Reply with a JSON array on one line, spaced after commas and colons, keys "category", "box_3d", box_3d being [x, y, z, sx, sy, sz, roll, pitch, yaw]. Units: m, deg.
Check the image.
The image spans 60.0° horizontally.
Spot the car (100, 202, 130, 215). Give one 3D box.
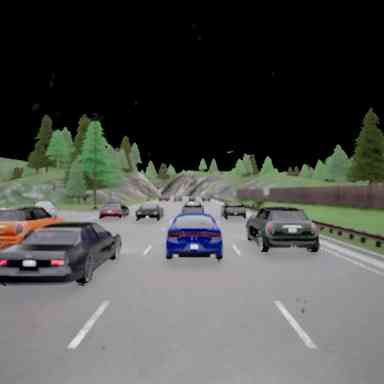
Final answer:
[{"category": "car", "box_3d": [-6.910, 1.618, 30.025, 1.994, 1.385, 4.181, 0, 0, 0]}]

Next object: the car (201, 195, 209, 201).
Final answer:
[{"category": "car", "box_3d": [3.511, 1.590, 90.352, 2.033, 1.411, 5.357, 0, 0, 0]}]

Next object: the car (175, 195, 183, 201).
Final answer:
[{"category": "car", "box_3d": [-3.489, 1.576, 90.353, 2.128, 1.511, 4.902, 0, 0, 0]}]

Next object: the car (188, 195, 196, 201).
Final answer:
[{"category": "car", "box_3d": [0.011, 1.576, 90.353, 2.128, 1.511, 4.902, 0, 0, 0]}]

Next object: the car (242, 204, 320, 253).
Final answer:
[{"category": "car", "box_3d": [3.590, 1.378, 13.964, 2.097, 1.767, 4.553, 0, 0, 0]}]

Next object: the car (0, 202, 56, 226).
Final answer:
[{"category": "car", "box_3d": [-6.911, 1.378, 13.900, 2.097, 1.767, 4.553, 0, 0, 0]}]

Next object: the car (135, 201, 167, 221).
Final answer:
[{"category": "car", "box_3d": [-3.415, 1.651, 27.788, 1.895, 1.301, 4.718, 0, 0, 0]}]

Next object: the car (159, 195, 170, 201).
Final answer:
[{"category": "car", "box_3d": [-6.990, 1.481, 81.982, 2.097, 1.767, 4.553, 0, 0, 0]}]

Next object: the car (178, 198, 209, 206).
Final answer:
[{"category": "car", "box_3d": [0.088, 1.544, 29.411, 2.128, 1.511, 4.902, 0, 0, 0]}]

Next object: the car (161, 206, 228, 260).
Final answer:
[{"category": "car", "box_3d": [0.083, 1.500, 12.525, 1.882, 1.535, 5.008, 0, 0, 0]}]

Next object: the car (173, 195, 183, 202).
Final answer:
[{"category": "car", "box_3d": [-3.490, 1.671, 79.928, 2.033, 1.411, 5.357, 0, 0, 0]}]

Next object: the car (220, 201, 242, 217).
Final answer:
[{"category": "car", "box_3d": [3.588, 1.544, 29.431, 2.128, 1.511, 4.902, 0, 0, 0]}]

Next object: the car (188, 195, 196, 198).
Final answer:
[{"category": "car", "box_3d": [0.010, 1.671, 79.928, 2.033, 1.411, 5.357, 0, 0, 0]}]

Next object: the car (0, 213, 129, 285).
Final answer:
[{"category": "car", "box_3d": [-3.432, 1.565, 9.561, 2.033, 1.411, 5.357, 0, 0, 0]}]

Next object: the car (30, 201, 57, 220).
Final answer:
[{"category": "car", "box_3d": [-13.427, 1.580, 29.879, 1.812, 1.442, 4.674, 1, 0, -30]}]

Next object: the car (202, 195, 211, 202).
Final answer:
[{"category": "car", "box_3d": [3.510, 1.657, 79.927, 2.128, 1.511, 4.902, 0, 0, 0]}]

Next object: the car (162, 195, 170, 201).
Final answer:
[{"category": "car", "box_3d": [-6.988, 1.601, 91.186, 1.812, 1.442, 4.674, 0, 0, 0]}]
